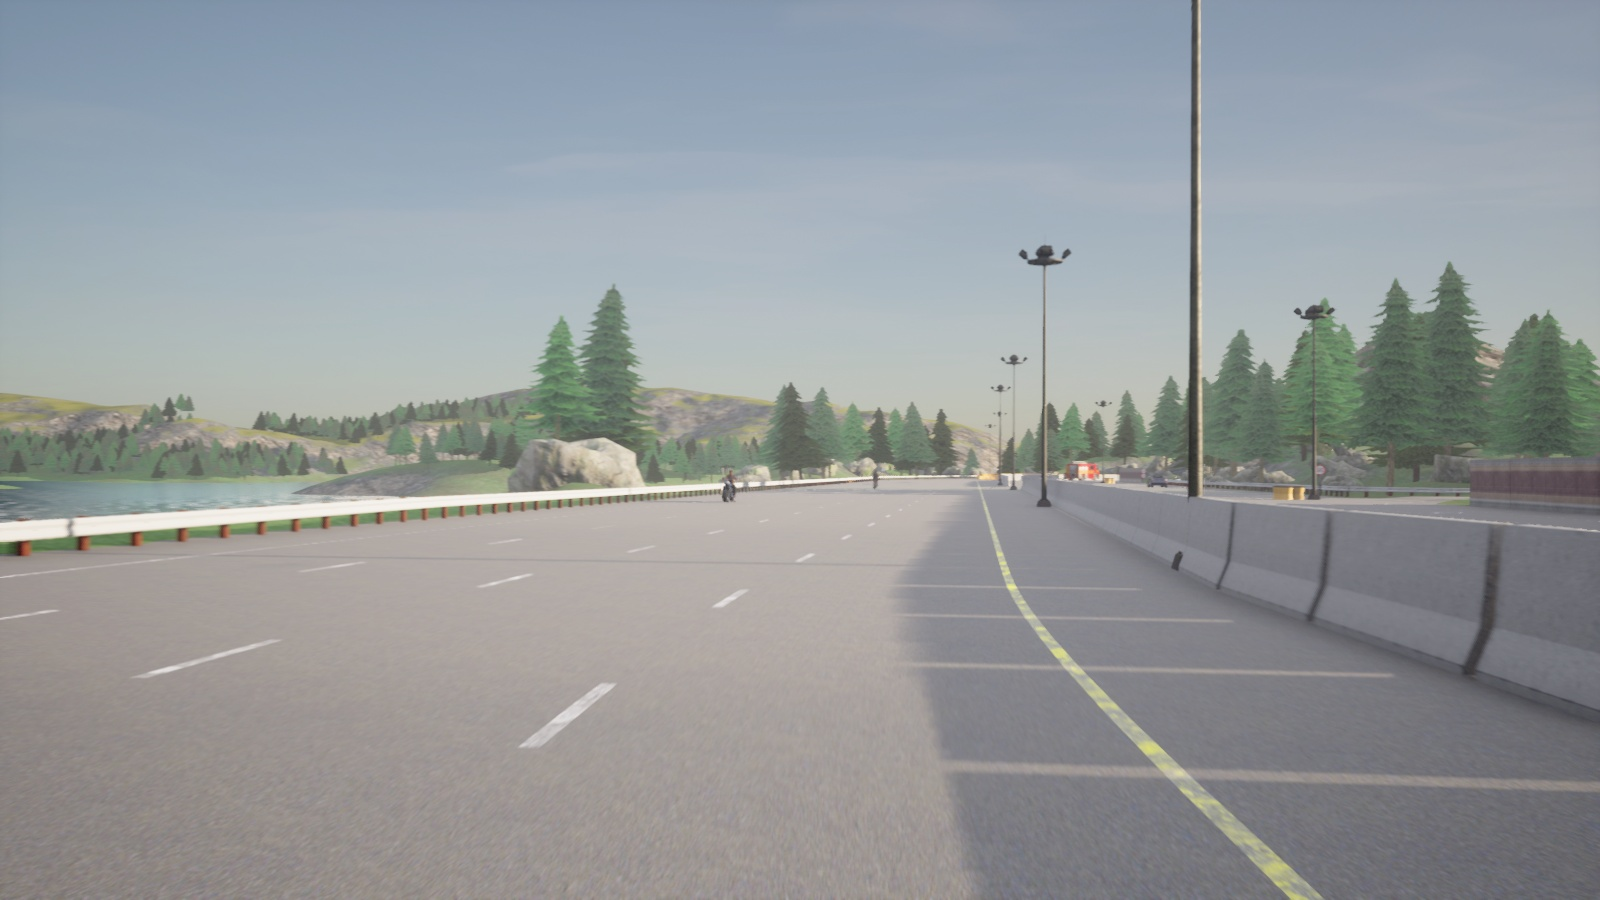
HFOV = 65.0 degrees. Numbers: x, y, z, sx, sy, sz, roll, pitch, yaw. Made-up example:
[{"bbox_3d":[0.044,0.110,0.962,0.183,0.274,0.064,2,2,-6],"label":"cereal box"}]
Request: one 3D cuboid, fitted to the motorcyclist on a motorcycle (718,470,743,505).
[{"bbox_3d":[-3.362,1.785,60.851,0.766,1.649,2.350,0,-1,8],"label":"motorcyclist on a motorcycle"}]
